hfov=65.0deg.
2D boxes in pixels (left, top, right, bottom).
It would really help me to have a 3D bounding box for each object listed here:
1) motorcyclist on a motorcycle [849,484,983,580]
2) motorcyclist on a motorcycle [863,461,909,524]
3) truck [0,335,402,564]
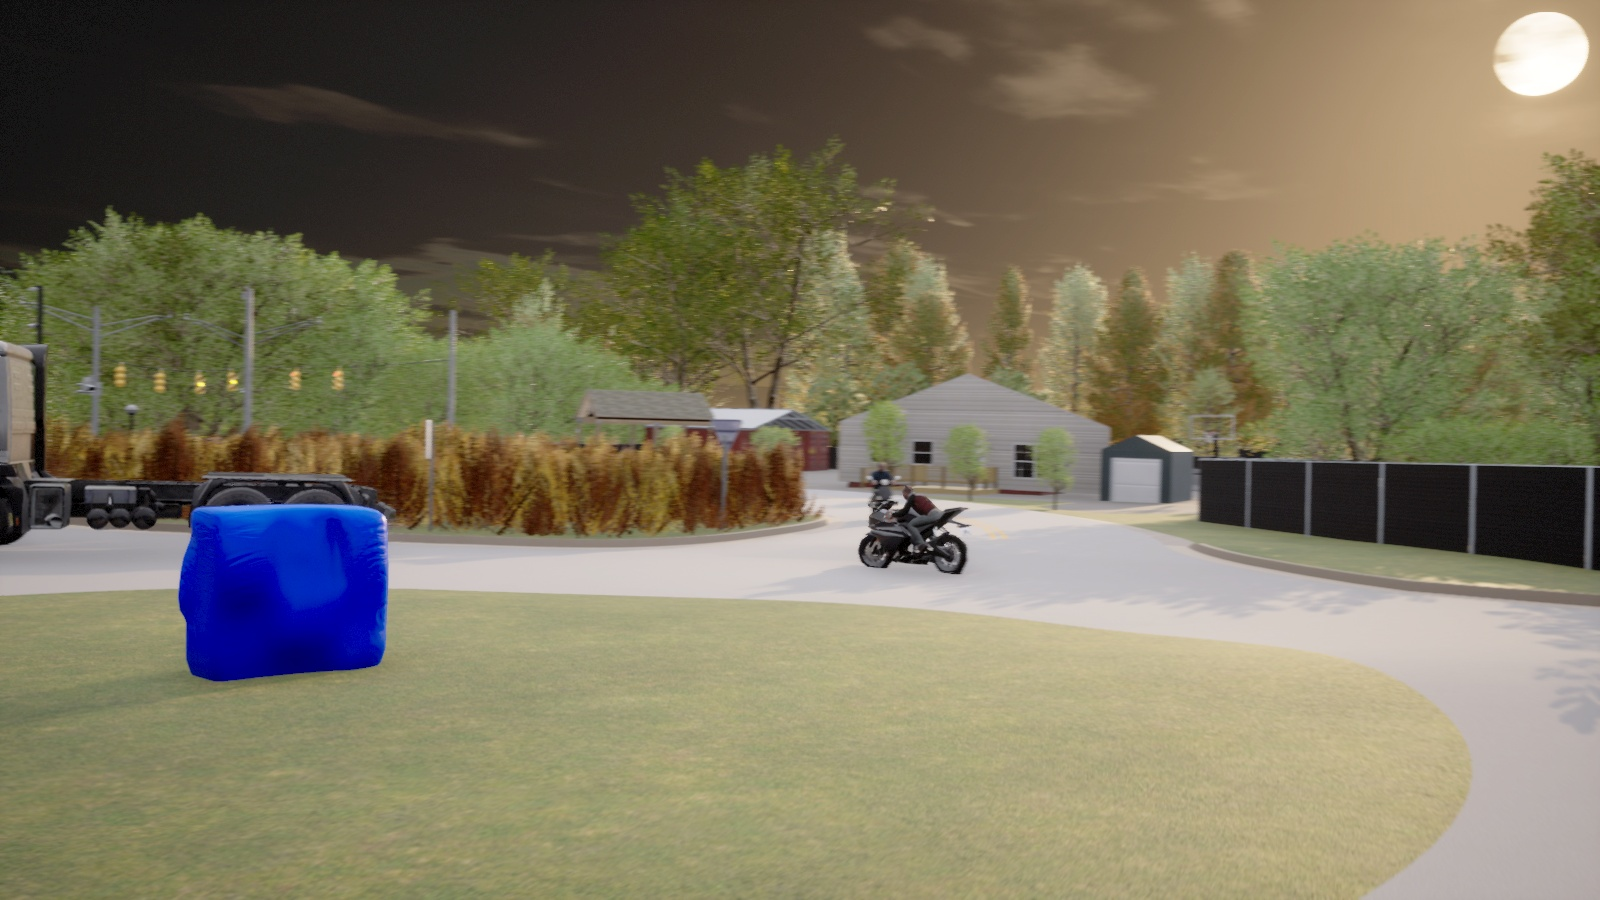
[{"bbox_3d":[1.993,1.379,21.767,2.191,1.530,0.866,0,0,39],"label":"motorcyclist on a motorcycle"},{"bbox_3d":[2.249,1.101,33.072,0.866,1.590,1.817,1,0,-7],"label":"motorcyclist on a motorcycle"},{"bbox_3d":[-11.008,0.022,21.063,7.936,3.462,2.891,2,0,-23],"label":"truck"}]
